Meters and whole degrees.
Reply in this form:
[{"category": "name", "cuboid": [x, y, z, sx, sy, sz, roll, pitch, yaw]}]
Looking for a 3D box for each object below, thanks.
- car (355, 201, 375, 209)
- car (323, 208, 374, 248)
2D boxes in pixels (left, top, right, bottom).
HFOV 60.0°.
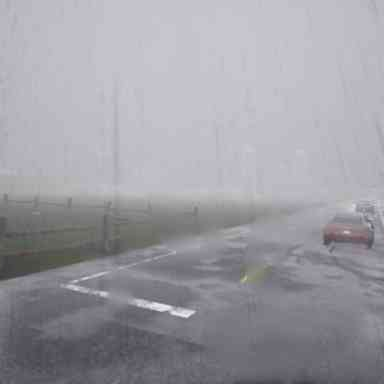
[{"category": "car", "cuboid": [19.679, 1.759, 37.893, 2.128, 1.511, 4.902, 1, 0, 29]}, {"category": "car", "cuboid": [7.415, 1.663, 15.624, 1.994, 1.385, 4.181, 1, 0, 29]}]
